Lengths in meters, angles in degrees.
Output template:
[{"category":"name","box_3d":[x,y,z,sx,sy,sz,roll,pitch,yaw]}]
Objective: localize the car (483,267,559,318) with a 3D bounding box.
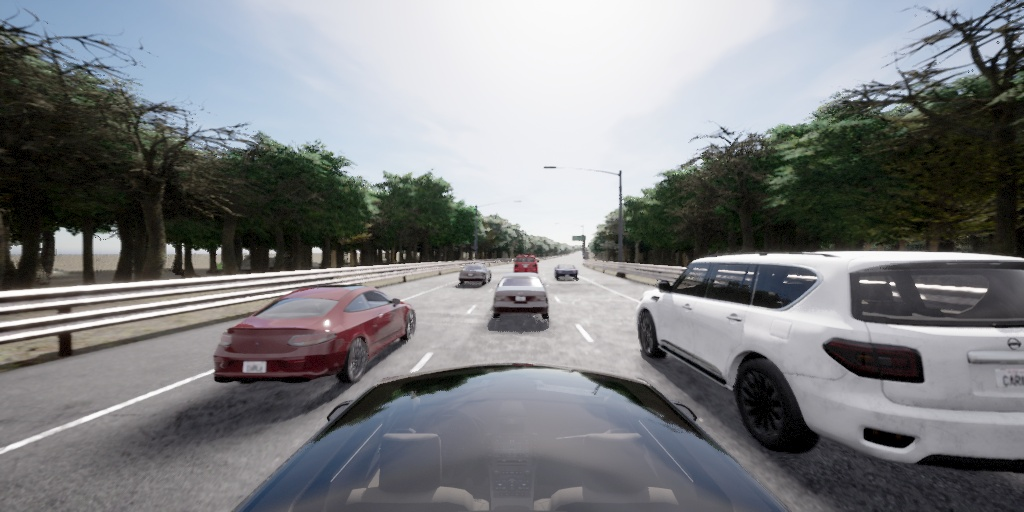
[{"category":"car","box_3d":[0.333,1.299,12.997,2.033,1.411,5.357,0,0,2]}]

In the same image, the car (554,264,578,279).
[{"category":"car","box_3d":[4.811,1.360,32.370,1.895,1.301,4.718,0,0,4]}]

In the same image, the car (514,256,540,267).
[{"category":"car","box_3d":[1.329,0.979,32.780,2.150,2.045,5.566,0,0,4]}]

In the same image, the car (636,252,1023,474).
[{"category":"car","box_3d":[3.668,0.973,5.263,2.150,2.045,5.566,0,0,1]}]

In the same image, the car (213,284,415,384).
[{"category":"car","box_3d":[-3.308,1.275,6.956,1.812,1.442,4.674,0,0,1]}]

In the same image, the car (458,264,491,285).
[{"category":"car","box_3d":[-2.597,1.301,26.218,2.033,1.411,5.357,0,0,3]}]
